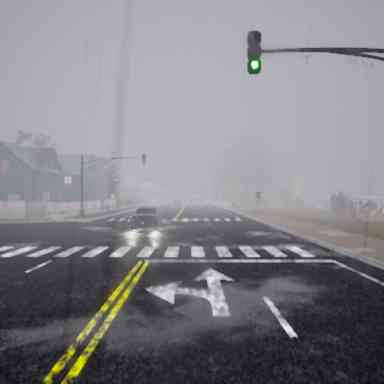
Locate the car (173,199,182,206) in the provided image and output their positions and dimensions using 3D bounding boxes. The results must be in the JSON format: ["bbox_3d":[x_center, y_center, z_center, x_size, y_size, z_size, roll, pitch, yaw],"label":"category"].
[{"bbox_3d":[-3.268,2.432,76.694,1.882,1.535,5.008,0,-1,0],"label":"car"}]

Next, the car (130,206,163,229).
[{"bbox_3d":[-3.255,1.796,24.393,1.882,1.535,5.008,0,-1,0],"label":"car"}]
